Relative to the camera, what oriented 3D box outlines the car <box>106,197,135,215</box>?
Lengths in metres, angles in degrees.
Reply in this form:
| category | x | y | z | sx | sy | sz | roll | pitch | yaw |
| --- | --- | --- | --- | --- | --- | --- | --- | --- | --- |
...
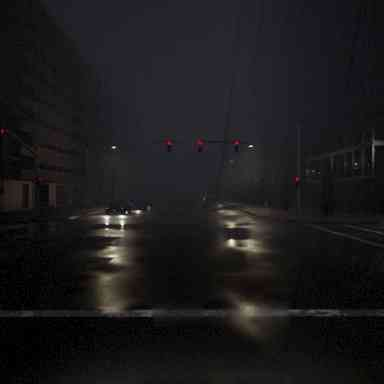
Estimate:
| category | x | y | z | sx | sy | sz | roll | pitch | yaw |
| --- | --- | --- | --- | --- | --- | --- | --- | --- | --- |
| car | -7.466 | 1.515 | 34.177 | 1.812 | 1.442 | 4.674 | 0 | 0 | 0 |

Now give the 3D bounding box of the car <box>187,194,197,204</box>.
| category | x | y | z | sx | sy | sz | roll | pitch | yaw |
| --- | --- | --- | --- | --- | --- | --- | --- | --- | --- |
| car | -0.038 | 1.543 | 64.574 | 1.994 | 1.385 | 4.181 | 0 | 0 | 1 |

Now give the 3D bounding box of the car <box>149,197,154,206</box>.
| category | x | y | z | sx | sy | sz | roll | pitch | yaw |
| --- | --- | --- | --- | --- | --- | --- | --- | --- | --- |
| car | -7.340 | 1.530 | 54.552 | 2.033 | 1.411 | 5.357 | 0 | 0 | 1 |

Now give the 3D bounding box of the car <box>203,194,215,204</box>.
| category | x | y | z | sx | sy | sz | roll | pitch | yaw |
| --- | --- | --- | --- | --- | --- | --- | --- | --- | --- |
| car | 3.461 | 1.471 | 64.666 | 2.128 | 1.511 | 4.902 | 0 | 0 | 1 |

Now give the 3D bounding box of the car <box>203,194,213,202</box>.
| category | x | y | z | sx | sy | sz | roll | pitch | yaw |
| --- | --- | --- | --- | --- | --- | --- | --- | --- | --- |
| car | 3.465 | 1.331 | 74.531 | 2.097 | 1.767 | 4.553 | 0 | 0 | 1 |

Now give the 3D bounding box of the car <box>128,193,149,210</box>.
| category | x | y | z | sx | sy | sz | roll | pitch | yaw |
| --- | --- | --- | --- | --- | --- | --- | --- | --- | --- |
| car | -7.452 | 1.207 | 44.088 | 2.150 | 2.045 | 5.566 | 0 | 0 | 1 |
